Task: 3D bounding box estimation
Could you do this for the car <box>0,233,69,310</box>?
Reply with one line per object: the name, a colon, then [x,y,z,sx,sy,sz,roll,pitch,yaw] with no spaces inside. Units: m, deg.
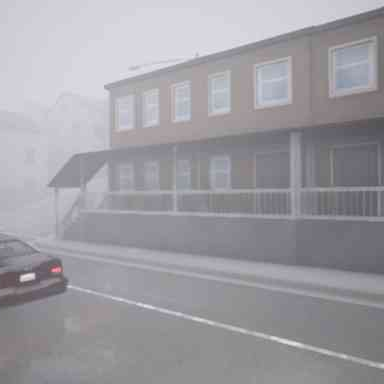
car: [-5.061,1.647,7.591,5.357,1.411,2.033,-1,0,36]
